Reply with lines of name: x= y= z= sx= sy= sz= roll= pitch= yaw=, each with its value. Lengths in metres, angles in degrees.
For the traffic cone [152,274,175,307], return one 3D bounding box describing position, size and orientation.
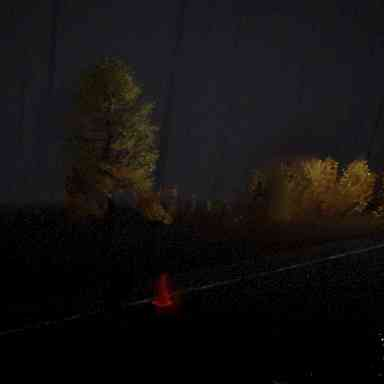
traffic cone: x=-0.567 y=1.925 z=6.621 sx=0.340 sy=0.580 sz=0.340 roll=-1 pitch=0 yaw=-36
